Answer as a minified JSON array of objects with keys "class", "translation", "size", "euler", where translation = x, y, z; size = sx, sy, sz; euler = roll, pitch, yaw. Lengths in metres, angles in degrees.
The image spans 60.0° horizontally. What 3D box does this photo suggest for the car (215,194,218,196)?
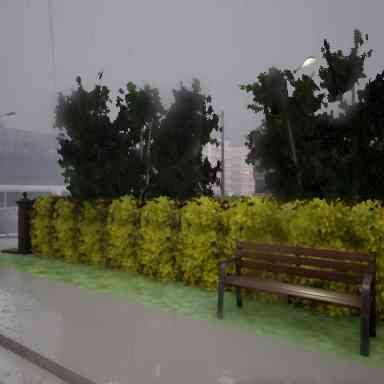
[{"class":"car","translation":[3.231,0.791,63.277],"size":[1.882,1.535,5.008],"euler":[0,1,35]}]
